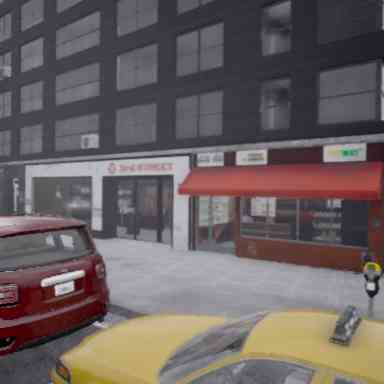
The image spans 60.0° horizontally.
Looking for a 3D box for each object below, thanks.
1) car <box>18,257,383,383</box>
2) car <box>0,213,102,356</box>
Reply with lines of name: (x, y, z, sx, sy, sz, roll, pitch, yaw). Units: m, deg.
car: (0.851, 1.523, 2.466, 4.829, 1.417, 1.752, 0, 1, 36)
car: (-3.558, 1.295, 5.610, 5.009, 1.841, 2.192, 0, 1, 36)
